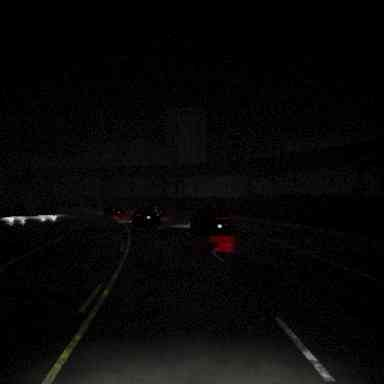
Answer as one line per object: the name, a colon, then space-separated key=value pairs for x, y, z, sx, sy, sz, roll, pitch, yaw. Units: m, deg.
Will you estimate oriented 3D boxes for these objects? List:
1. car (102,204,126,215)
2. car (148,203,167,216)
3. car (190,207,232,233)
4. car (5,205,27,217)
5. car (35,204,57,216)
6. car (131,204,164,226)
car: x=-9.906 y=2.183 z=42.058 sx=1.895 sy=1.301 sz=4.718 roll=0 pitch=-1 yaw=-29
car: x=-4.514 y=1.982 z=39.147 sx=2.128 sy=1.511 sz=4.902 roll=0 pitch=-1 yaw=-24
car: x=1.108 y=1.740 z=21.488 sx=1.837 sy=1.490 sz=4.892 roll=0 pitch=-1 yaw=-12
car: x=-21.450 y=2.294 z=40.391 sx=1.994 sy=1.385 sz=4.181 roll=0 pitch=-1 yaw=-36
car: x=-18.744 y=2.278 z=42.597 sx=1.994 sy=1.385 sz=4.181 roll=0 pitch=-1 yaw=-36
car: x=-3.772 y=1.902 z=26.755 sx=1.994 sy=1.385 sz=4.181 roll=0 pitch=-1 yaw=-15
